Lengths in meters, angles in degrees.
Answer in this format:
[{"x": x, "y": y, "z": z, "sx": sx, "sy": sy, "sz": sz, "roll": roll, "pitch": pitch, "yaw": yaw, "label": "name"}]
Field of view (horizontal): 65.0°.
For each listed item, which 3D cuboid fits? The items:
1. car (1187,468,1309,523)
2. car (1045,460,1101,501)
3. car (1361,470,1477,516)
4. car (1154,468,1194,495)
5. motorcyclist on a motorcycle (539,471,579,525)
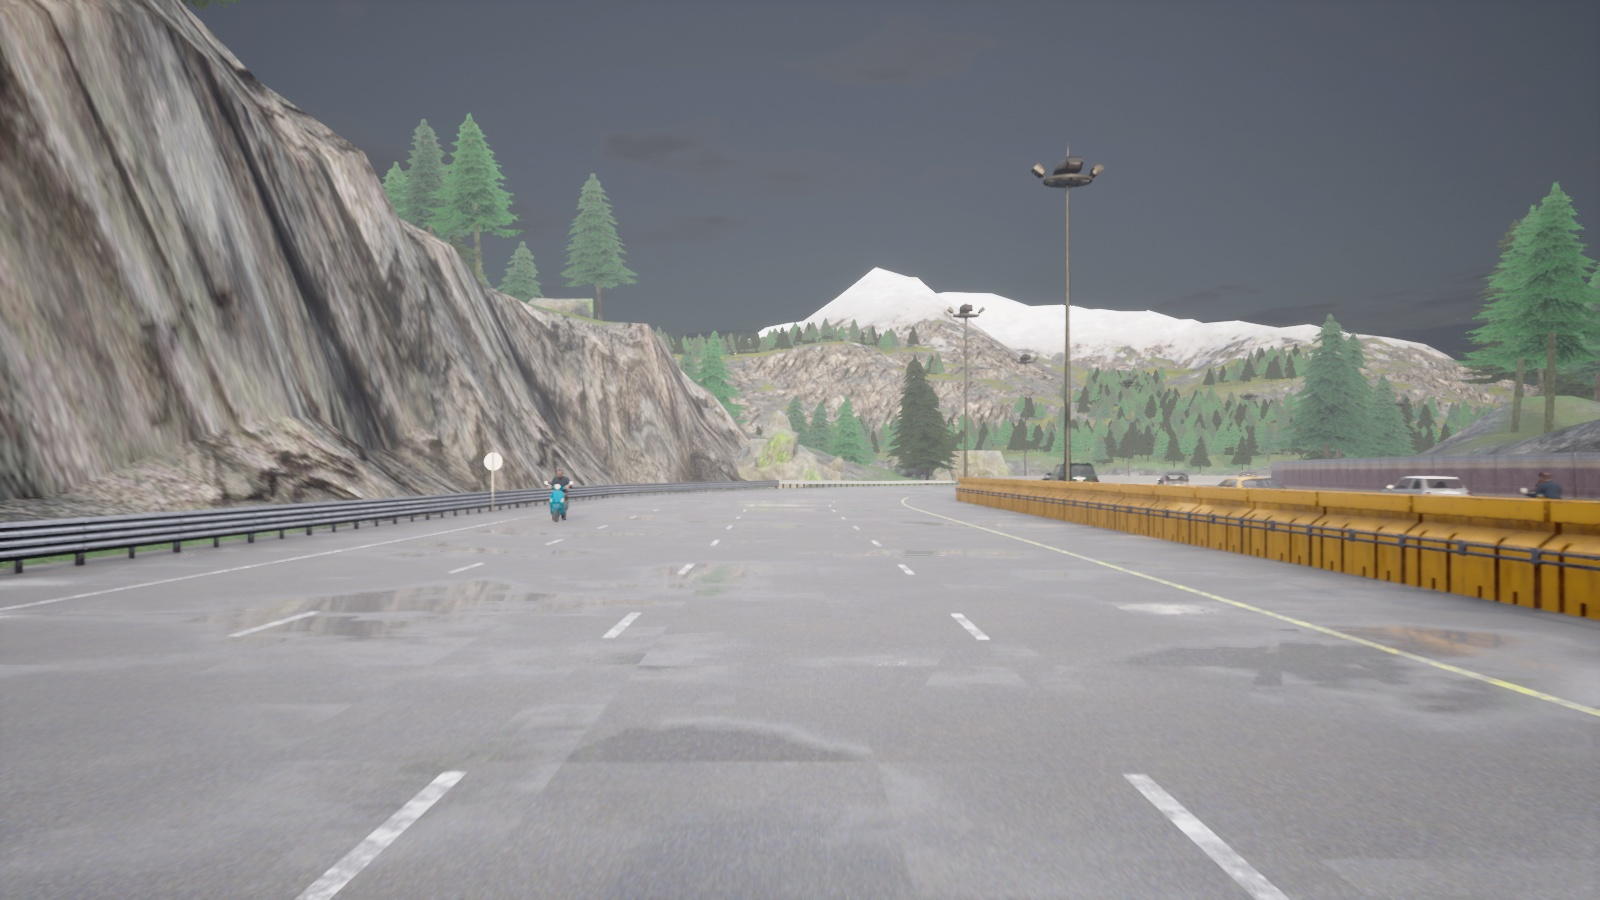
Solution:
[{"x": 13.757, "y": 1.350, "z": 38.918, "sx": 1.801, "sy": 1.575, "sz": 5.366, "roll": 0, "pitch": -1, "yaw": -1, "label": "car"}, {"x": 14.066, "y": 1.565, "z": 64.991, "sx": 2.150, "sy": 2.045, "sz": 5.566, "roll": 0, "pitch": -1, "yaw": 5, "label": "car"}, {"x": 20.708, "y": 1.404, "z": 42.200, "sx": 1.970, "sy": 1.475, "sz": 3.806, "roll": 0, "pitch": -1, "yaw": -1, "label": "car"}, {"x": 22.532, "y": 1.893, "z": 75.862, "sx": 1.851, "sy": 1.617, "sz": 3.988, "roll": 0, "pitch": -1, "yaw": 10, "label": "car"}, {"x": -7.228, "y": 1.429, "z": 37.774, "sx": 0.866, "sy": 1.590, "sz": 1.817, "roll": 0, "pitch": -1, "yaw": -1, "label": "motorcyclist on a motorcycle"}]
